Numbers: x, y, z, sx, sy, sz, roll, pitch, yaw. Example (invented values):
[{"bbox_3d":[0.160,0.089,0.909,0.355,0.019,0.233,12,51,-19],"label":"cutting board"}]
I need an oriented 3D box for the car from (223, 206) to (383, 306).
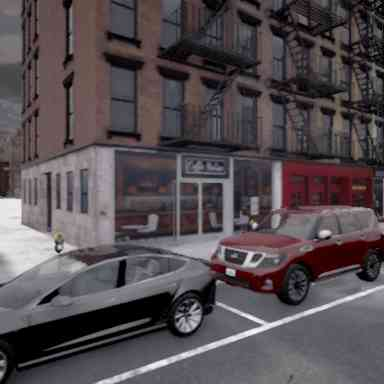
[{"bbox_3d":[2.838,1.307,8.221,5.009,1.841,2.192,0,0,-35],"label":"car"}]

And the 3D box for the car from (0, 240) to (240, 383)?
[{"bbox_3d":[-1.564,1.564,5.083,4.313,1.339,1.947,0,0,-35],"label":"car"}]
